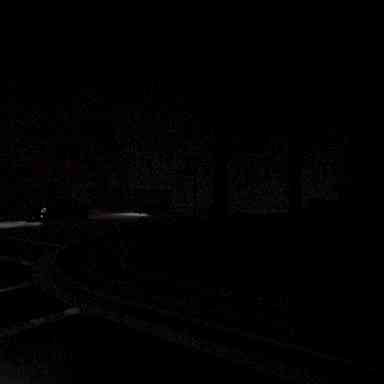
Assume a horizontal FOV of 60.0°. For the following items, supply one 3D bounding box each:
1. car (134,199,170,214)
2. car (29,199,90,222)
[{"bbox_3d":[-4.188,1.515,35.894,1.812,1.442,4.674,0,0,34],"label":"car"},{"bbox_3d":[-10.519,1.343,26.520,2.097,1.767,4.553,0,0,34],"label":"car"}]
